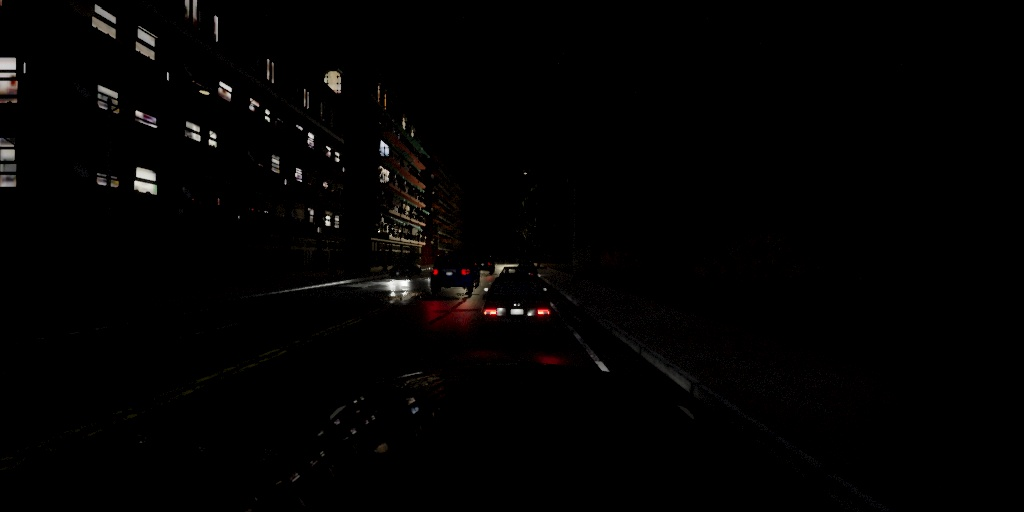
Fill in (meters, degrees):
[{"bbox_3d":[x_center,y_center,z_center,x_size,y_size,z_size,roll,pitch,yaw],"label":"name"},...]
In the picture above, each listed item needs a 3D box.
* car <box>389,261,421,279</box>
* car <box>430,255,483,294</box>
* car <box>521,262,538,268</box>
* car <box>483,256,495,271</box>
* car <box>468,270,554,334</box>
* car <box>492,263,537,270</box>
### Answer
[{"bbox_3d":[-9.823,1.245,33.236,2.128,1.511,4.902,0,0,0],"label":"car"},{"bbox_3d":[-3.133,0.975,20.597,2.150,2.045,5.566,0,0,0],"label":"car"},{"bbox_3d":[1.164,1.259,30.682,1.837,1.490,4.892,0,0,0],"label":"car"},{"bbox_3d":[-3.116,0.976,40.491,2.150,2.045,5.566,0,0,0],"label":"car"},{"bbox_3d":[0.110,1.299,10.554,2.033,1.411,5.357,0,0,0],"label":"car"},{"bbox_3d":[0.116,1.300,20.915,2.033,1.411,5.357,0,0,0],"label":"car"}]
